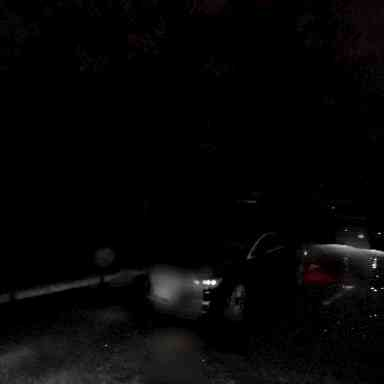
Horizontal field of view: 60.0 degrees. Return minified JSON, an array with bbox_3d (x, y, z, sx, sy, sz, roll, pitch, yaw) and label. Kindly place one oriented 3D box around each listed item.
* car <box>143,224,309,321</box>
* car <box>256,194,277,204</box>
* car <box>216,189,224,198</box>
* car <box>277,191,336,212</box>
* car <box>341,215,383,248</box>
[{"bbox_3d":[1.081,1.526,7.562,2.128,1.511,4.902,3,0,40],"label":"car"},{"bbox_3d":[10.431,0.948,42.143,4.674,1.442,1.812,7,2,44],"label":"car"},{"bbox_3d":[2.526,-0.042,49.487,5.008,1.535,1.882,7,2,43],"label":"car"},{"bbox_3d":[12.439,1.003,35.608,2.150,2.045,5.566,3,3,-42],"label":"car"},{"bbox_3d":[8.981,1.869,16.597,1.994,1.385,4.181,3,1,41],"label":"car"}]
